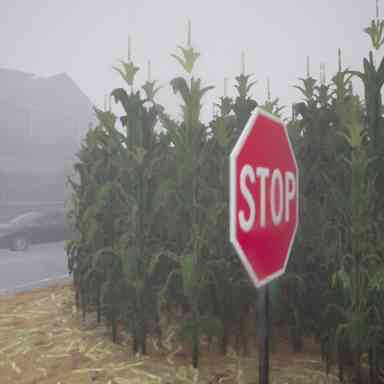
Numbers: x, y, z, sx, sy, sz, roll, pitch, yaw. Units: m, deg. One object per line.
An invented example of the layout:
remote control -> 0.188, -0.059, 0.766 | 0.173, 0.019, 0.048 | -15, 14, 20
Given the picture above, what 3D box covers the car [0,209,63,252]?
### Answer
car -> -6.275, 1.499, 14.071 | 1.837, 1.490, 4.892 | 0, 0, 36
